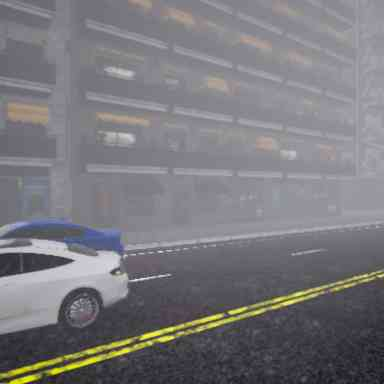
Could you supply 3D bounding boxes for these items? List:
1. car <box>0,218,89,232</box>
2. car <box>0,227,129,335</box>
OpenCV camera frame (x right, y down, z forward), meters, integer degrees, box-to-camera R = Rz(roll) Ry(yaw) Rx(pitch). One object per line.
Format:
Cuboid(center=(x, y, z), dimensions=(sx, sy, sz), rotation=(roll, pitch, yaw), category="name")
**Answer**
Cuboid(center=(-4.236, 1.484, 8.649), dimensions=(5.008, 1.535, 1.882), rotation=(0, 0, -36), category="car")
Cuboid(center=(-3.323, 1.527, 5.325), dimensions=(4.674, 1.442, 1.812), rotation=(0, 0, -35), category="car")
